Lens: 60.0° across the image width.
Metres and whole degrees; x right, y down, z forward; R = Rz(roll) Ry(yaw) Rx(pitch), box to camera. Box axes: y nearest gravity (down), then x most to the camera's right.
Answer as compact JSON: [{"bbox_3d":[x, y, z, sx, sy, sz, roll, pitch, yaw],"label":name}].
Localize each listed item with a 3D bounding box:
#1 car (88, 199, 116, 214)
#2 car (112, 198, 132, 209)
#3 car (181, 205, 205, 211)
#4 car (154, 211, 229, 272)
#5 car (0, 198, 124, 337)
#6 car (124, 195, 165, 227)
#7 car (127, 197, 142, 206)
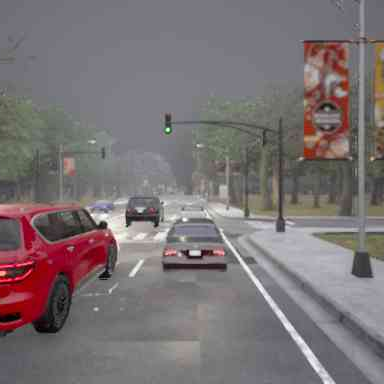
[{"bbox_3d":[-9.890,1.575,37.055,1.812,1.442,4.674,0,0,0],"label":"car"},{"bbox_3d":[-9.896,1.592,47.149,1.812,1.442,4.674,0,0,0],"label":"car"},{"bbox_3d":[0.063,1.631,25.350,1.895,1.301,4.718,0,0,0],"label":"car"},{"bbox_3d":[0.086,1.559,10.740,2.033,1.411,5.357,0,0,0],"label":"car"},{"bbox_3d":[-3.158,1.230,6.905,2.150,2.045,5.566,0,0,0],"label":"car"},{"bbox_3d":[-3.180,1.250,23.047,2.150,2.045,5.566,0,0,0],"label":"car"},{"bbox_3d":[-9.849,1.589,57.397,1.837,1.490,4.892,0,0,0],"label":"car"}]
